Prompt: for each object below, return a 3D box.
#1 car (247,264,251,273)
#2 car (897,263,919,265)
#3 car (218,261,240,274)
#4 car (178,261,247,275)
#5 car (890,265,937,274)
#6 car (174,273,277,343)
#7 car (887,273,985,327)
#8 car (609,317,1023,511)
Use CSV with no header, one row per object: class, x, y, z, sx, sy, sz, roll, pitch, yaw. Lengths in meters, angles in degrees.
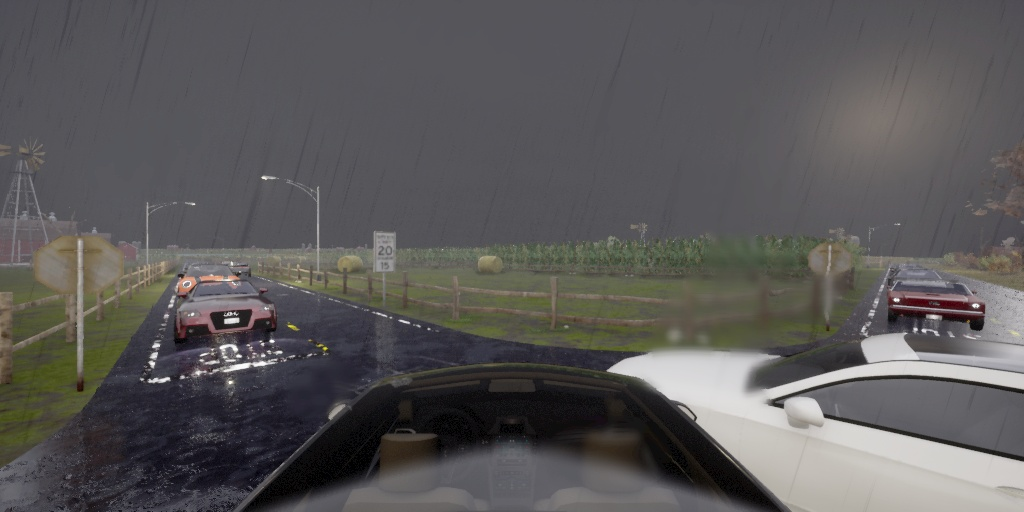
car,-27.201,1.290,35.559,2.128,1.511,4.902,0,0,-42
car,27.201,1.409,24.479,4.181,1.385,1.994,0,1,-43
car,-33.969,1.313,42.975,1.837,1.490,4.892,0,0,-42
car,-13.816,1.143,16.413,2.097,1.767,4.553,0,0,-42
car,20.485,1.369,18.182,5.357,1.411,2.033,0,1,-43
car,-8.000,1.356,9.965,1.994,1.385,4.181,0,0,-43
car,13.449,1.402,11.574,4.718,1.301,1.895,0,1,-43
car,2.827,1.294,2.446,1.812,1.442,4.674,0,1,-44
